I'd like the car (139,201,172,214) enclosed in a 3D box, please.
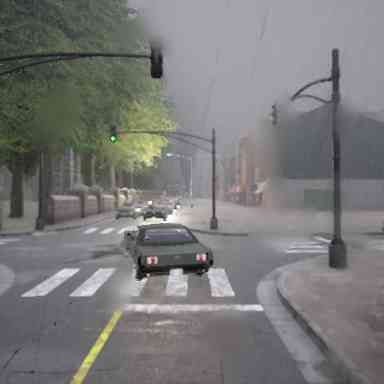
[{"bbox_3d":[-2.965,1.693,27.982,1.895,1.301,4.718,0,0,0],"label":"car"}]

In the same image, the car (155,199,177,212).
[{"bbox_3d":[-3.050,1.731,37.194,1.895,1.301,4.718,0,0,0],"label":"car"}]

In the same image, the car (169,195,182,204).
[{"bbox_3d":[-3.162,1.779,61.006,1.812,1.442,4.674,0,0,0],"label":"car"}]

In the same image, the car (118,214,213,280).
[{"bbox_3d":[-0.998,1.592,10.060,1.895,1.301,4.718,0,1,-16],"label":"car"}]

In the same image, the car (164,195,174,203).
[{"bbox_3d":[-5.974,1.745,85.421,2.192,1.841,5.009,1,0,0],"label":"car"}]

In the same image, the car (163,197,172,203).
[{"bbox_3d":[-5.931,1.910,79.799,1.752,1.417,4.829,1,0,0],"label":"car"}]

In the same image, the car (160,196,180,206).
[{"bbox_3d":[-3.119,1.700,46.914,1.812,1.442,4.674,0,0,0],"label":"car"}]

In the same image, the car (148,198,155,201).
[{"bbox_3d":[-5.560,1.677,36.369,2.008,1.369,4.403,1,0,0],"label":"car"}]

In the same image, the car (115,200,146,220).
[{"bbox_3d":[-5.527,1.648,29.234,2.008,1.369,4.403,1,0,0],"label":"car"}]

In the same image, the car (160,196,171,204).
[{"bbox_3d":[-5.884,1.785,74.519,1.967,1.590,4.097,1,0,0],"label":"car"}]

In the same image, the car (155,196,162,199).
[{"bbox_3d":[-5.700,1.786,52.719,1.802,1.307,4.206,1,0,0],"label":"car"}]

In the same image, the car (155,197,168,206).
[{"bbox_3d":[-5.791,1.710,63.620,1.967,1.590,4.097,1,0,0],"label":"car"}]

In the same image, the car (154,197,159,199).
[{"bbox_3d":[-5.607,1.715,41.819,1.947,1.339,4.313,1,0,0],"label":"car"}]

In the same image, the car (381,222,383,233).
[{"bbox_3d":[11.631,1.504,15.906,4.674,1.442,1.812,-1,-1,1],"label":"car"}]
